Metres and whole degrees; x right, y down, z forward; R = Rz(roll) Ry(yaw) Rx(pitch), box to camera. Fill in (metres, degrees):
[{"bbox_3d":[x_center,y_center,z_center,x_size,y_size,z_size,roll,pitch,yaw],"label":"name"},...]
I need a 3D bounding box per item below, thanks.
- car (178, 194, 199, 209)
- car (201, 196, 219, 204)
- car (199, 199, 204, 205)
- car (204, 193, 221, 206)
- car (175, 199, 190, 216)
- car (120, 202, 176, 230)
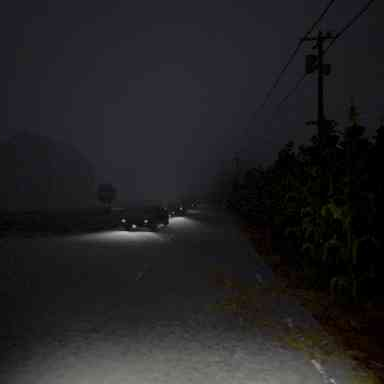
[{"bbox_3d":[-0.630,1.248,44.997,2.150,2.045,5.566,0,0,5],"label":"car"},{"bbox_3d":[3.524,1.601,66.655,1.994,1.385,4.181,0,0,-25],"label":"car"},{"bbox_3d":[0.493,1.580,58.834,2.033,1.411,5.357,0,0,5],"label":"car"},{"bbox_3d":[3.597,1.253,55.953,2.150,2.045,5.566,0,0,5],"label":"car"},{"bbox_3d":[-1.557,1.619,33.040,1.895,1.301,4.718,0,0,4],"label":"car"},{"bbox_3d":[-2.796,1.559,21.413,2.033,1.411,5.357,0,0,10],"label":"car"}]
